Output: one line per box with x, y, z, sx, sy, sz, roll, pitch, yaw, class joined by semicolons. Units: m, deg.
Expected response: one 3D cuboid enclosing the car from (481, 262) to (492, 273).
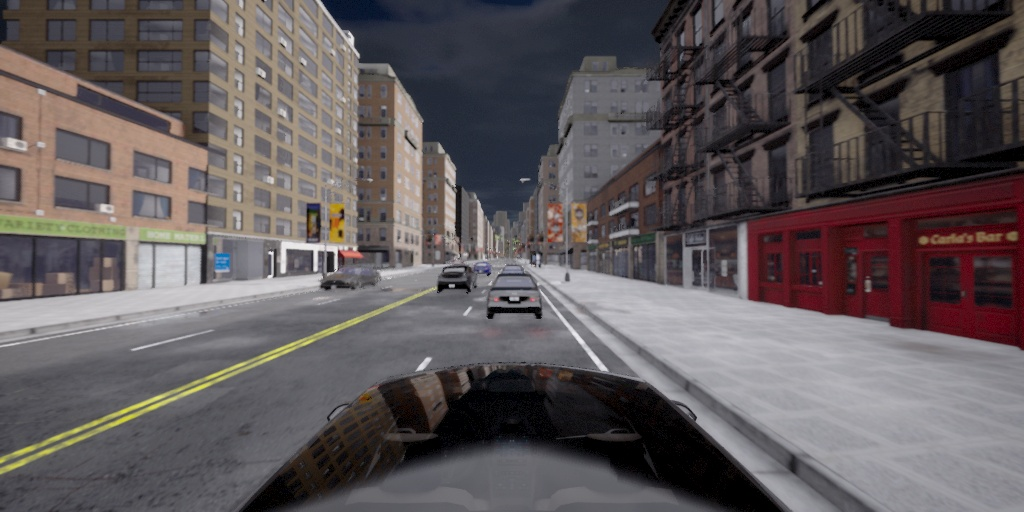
-3.147;1.360;38.087;1.812;1.442;4.674;0;0;0;car

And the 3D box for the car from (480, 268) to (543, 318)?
0.084;1.325;13.151;2.033;1.411;5.357;0;0;0;car

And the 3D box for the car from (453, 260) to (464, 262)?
-6.591;1.441;40.347;1.895;1.301;4.718;0;0;0;car

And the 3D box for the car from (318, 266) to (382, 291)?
-9.846;1.346;22.439;2.033;1.411;5.357;0;0;0;car

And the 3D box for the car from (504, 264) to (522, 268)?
0.077;1.358;28.124;2.033;1.411;5.357;0;0;0;car

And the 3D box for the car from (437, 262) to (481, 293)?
-3.151;1.301;21.200;1.837;1.490;4.892;0;0;0;car
